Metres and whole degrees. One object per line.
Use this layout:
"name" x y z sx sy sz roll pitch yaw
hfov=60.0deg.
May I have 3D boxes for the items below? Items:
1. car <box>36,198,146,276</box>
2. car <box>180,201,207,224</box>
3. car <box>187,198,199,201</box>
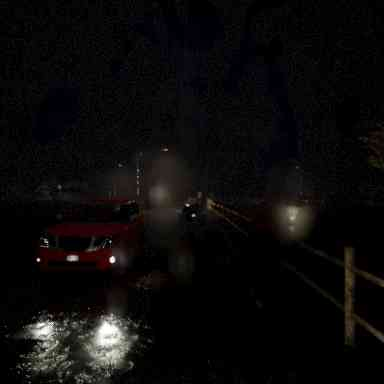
"car" -2.847 1.232 10.706 2.150 2.045 5.566 0 0 0
"car" 0.105 1.627 25.178 1.994 1.385 4.181 0 0 0
"car" 0.107 1.517 40.321 2.097 1.767 4.553 0 -1 0
